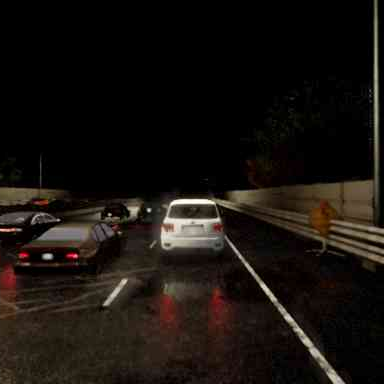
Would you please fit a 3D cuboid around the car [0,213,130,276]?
[{"bbox_3d":[-3.461,1.622,10.528,2.033,1.411,5.357,0,0,1],"label":"car"}]

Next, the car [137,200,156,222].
[{"bbox_3d":[-3.439,1.560,28.997,2.097,1.767,4.553,0,-1,0],"label":"car"}]

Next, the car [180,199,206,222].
[{"bbox_3d":[0.061,1.560,29.017,2.097,1.767,4.553,0,-1,0],"label":"car"}]

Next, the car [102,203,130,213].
[{"bbox_3d":[-6.931,1.745,30.391,1.812,1.442,4.674,0,0,0],"label":"car"}]

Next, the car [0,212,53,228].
[{"bbox_3d":[-6.934,1.593,14.293,2.128,1.511,4.902,0,0,0],"label":"car"}]

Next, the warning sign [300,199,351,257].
[{"bbox_3d":[4.541,1.196,11.391,1.300,1.860,1.060,0,-1,0],"label":"warning sign"}]

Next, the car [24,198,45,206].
[{"bbox_3d":[-24.565,1.744,52.493,2.097,1.767,4.553,0,-1,0],"label":"car"}]

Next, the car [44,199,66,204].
[{"bbox_3d":[-21.065,1.899,52.839,1.837,1.490,4.892,0,0,0],"label":"car"}]

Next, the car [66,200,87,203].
[{"bbox_3d":[-17.574,1.991,52.165,1.895,1.301,4.718,0,0,0],"label":"car"}]

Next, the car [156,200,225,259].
[{"bbox_3d":[0.059,1.316,13.219,2.150,2.045,5.566,0,0,1],"label":"car"}]
